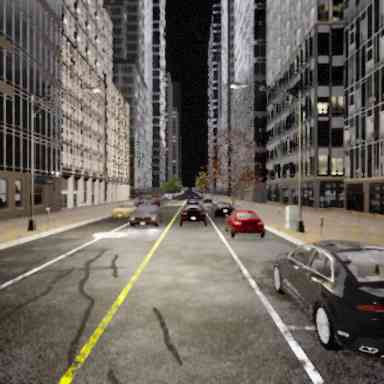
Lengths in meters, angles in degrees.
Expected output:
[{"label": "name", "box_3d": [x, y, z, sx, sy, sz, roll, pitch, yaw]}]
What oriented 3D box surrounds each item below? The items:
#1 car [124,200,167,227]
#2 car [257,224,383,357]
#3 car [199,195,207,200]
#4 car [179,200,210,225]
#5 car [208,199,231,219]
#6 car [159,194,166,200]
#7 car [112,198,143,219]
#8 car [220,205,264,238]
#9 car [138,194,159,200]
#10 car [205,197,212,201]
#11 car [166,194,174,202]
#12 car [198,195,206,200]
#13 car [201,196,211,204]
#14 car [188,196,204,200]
[{"label": "car", "box_3d": [-3.006, 1.539, 22.963, 2.033, 1.411, 5.357, 0, 0, 0]}, {"label": "car", "box_3d": [2.686, 1.549, 6.040, 2.008, 1.369, 4.403, 0, 0, 0]}, {"label": "car", "box_3d": [2.673, 1.512, 57.270, 2.008, 1.369, 4.403, 0, 0, 0]}, {"label": "car", "box_3d": [0.080, 1.516, 23.683, 1.812, 1.442, 4.674, 0, 0, 0]}, {"label": "car", "box_3d": [2.680, 1.554, 28.808, 1.947, 1.339, 4.313, 0, 0, 0]}, {"label": "car", "box_3d": [-5.708, 1.283, 51.587, 2.192, 1.841, 5.009, 0, 0, 0]}, {"label": "car", "box_3d": [-5.701, 1.514, 28.649, 1.752, 1.417, 4.829, 0, 0, 0]}, {"label": "car", "box_3d": [2.682, 1.576, 17.426, 1.802, 1.307, 4.206, 0, 0, 0]}, {"label": "car", "box_3d": [-5.705, 1.294, 40.203, 2.192, 1.841, 5.009, 0, 0, 0]}, {"label": "car", "box_3d": [2.678, 1.535, 34.501, 2.008, 1.369, 4.403, 0, 0, 0]}, {"label": "car", "box_3d": [-5.712, 1.380, 74.356, 1.967, 1.590, 4.097, 0, 0, 0]}, {"label": "car", "box_3d": [2.665, 1.476, 91.427, 1.947, 1.339, 4.313, 0, 0, 0]}, {"label": "car", "box_3d": [2.671, 1.480, 63.134, 1.752, 1.417, 4.829, 0, 0, 0]}, {"label": "car", "box_3d": [0.091, 1.525, 41.692, 2.033, 1.411, 5.357, 0, 0, 0]}]
